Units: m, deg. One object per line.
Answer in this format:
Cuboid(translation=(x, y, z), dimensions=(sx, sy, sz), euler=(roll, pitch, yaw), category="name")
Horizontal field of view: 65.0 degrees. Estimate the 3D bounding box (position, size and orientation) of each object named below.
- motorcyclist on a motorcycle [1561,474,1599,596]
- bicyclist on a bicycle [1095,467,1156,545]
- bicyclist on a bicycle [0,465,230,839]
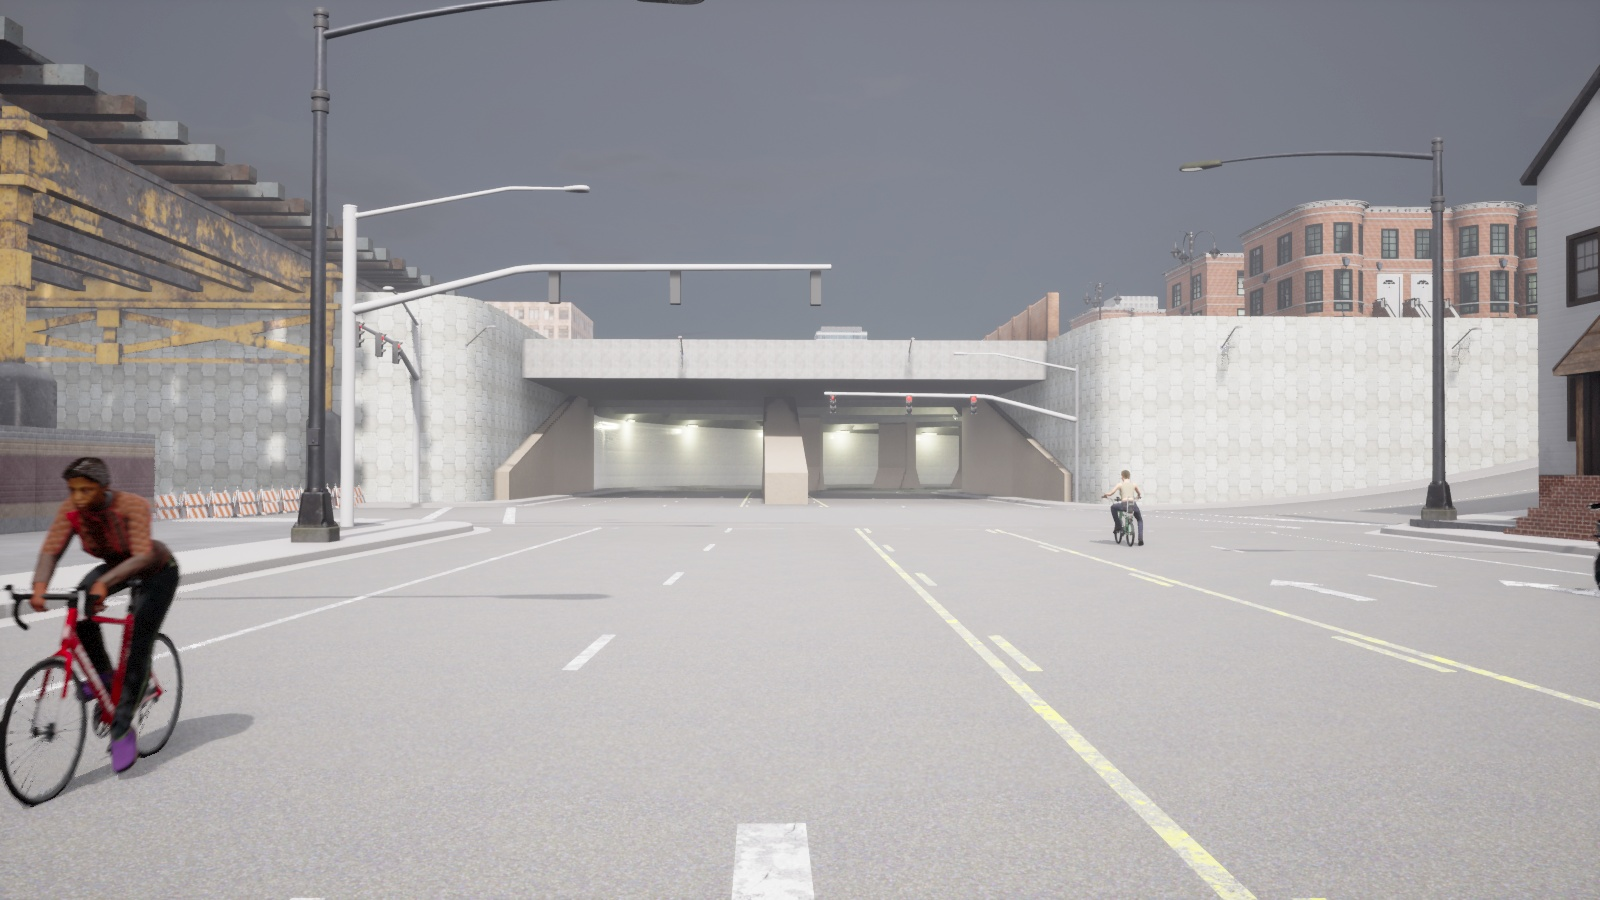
Cuboid(translation=(10.468, 1.065, 15.459), dimensions=(0.866, 1.530, 2.191), euler=(0, -1, 0), category="motorcyclist on a motorcycle")
Cuboid(translation=(6.930, 1.172, 26.802), dimensions=(0.866, 1.612, 1.509), euler=(0, -1, -1), category="bicyclist on a bicycle")
Cuboid(translation=(-3.519, 0.887, 6.279), dimensions=(0.582, 1.620, 1.656), euler=(0, -1, 0), category="bicyclist on a bicycle")
